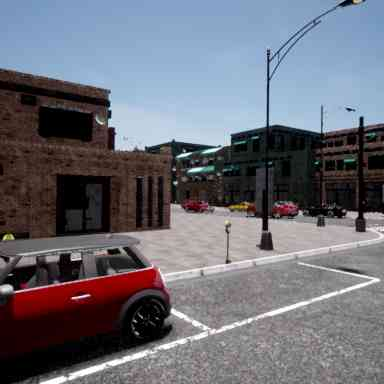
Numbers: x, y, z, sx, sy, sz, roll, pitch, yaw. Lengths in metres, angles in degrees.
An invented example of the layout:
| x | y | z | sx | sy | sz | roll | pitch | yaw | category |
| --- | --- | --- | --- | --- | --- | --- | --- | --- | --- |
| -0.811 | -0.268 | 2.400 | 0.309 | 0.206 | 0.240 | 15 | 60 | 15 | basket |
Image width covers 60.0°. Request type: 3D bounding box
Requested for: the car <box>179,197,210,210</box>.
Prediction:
| x | y | z | sx | sy | sz | roll | pitch | yaw | category |
| --- | --- | --- | --- | --- | --- | --- | --- | --- | --- |
| 0.277 | 1.773 | 50.893 | 2.192 | 1.841 | 5.009 | 0 | -1 | -35 | car |

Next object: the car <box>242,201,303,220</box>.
| x | y | z | sx | sy | sz | roll | pitch | yaw | category |
| --- | --- | --- | --- | --- | --- | --- | --- | --- | --- |
| 7.277 | 1.647 | 30.680 | 1.882 | 1.535 | 5.008 | 1 | -1 | -35 | car |

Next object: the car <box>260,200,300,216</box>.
| x | y | z | sx | sy | sz | roll | pitch | yaw | category |
| --- | --- | --- | --- | --- | --- | --- | --- | --- | --- |
| 9.773 | 1.739 | 37.222 | 1.967 | 1.590 | 4.097 | 0 | -1 | -35 | car |

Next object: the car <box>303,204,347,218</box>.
| x | y | z | sx | sy | sz | roll | pitch | yaw | category |
| --- | --- | --- | --- | --- | --- | --- | --- | --- | --- |
| 12.938 | 1.812 | 32.664 | 1.947 | 1.339 | 4.313 | 0 | -1 | -35 | car |

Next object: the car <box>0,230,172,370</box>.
| x | y | z | sx | sy | sz | roll | pitch | yaw | category |
| --- | --- | --- | --- | --- | --- | --- | --- | --- | --- |
| -2.409 | 1.440 | 4.826 | 4.097 | 1.590 | 1.967 | 0 | 1 | -36 | car |

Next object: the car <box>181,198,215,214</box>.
| x | y | z | sx | sy | sz | roll | pitch | yaw | category |
| --- | --- | --- | --- | --- | --- | --- | --- | --- | --- |
| 0.799 | 1.804 | 40.009 | 1.812 | 1.442 | 4.674 | 1 | -1 | -35 | car |

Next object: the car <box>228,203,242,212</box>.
| x | y | z | sx | sy | sz | roll | pitch | yaw | category |
| --- | --- | --- | --- | --- | --- | --- | --- | --- | --- |
| 6.510 | 1.879 | 41.917 | 1.752 | 1.417 | 4.829 | 0 | -1 | -35 | car |
